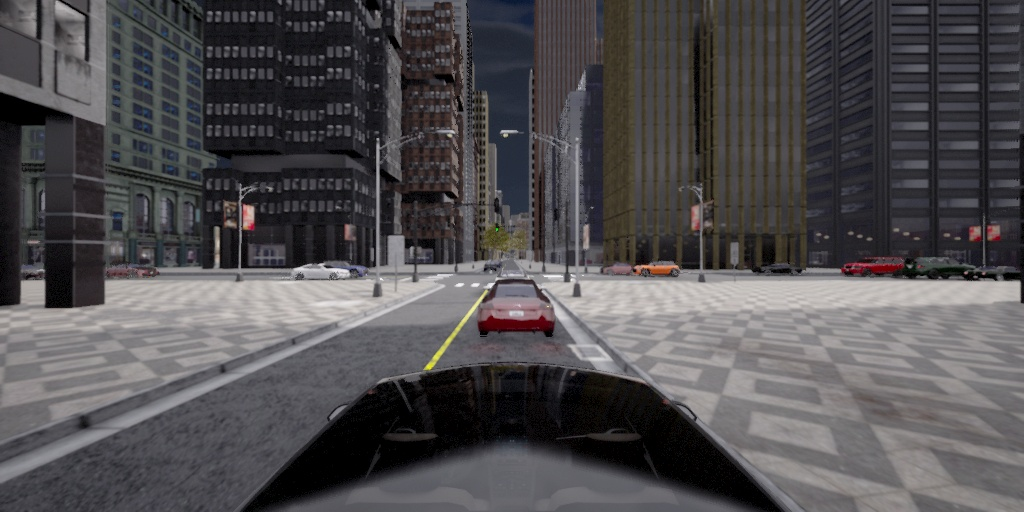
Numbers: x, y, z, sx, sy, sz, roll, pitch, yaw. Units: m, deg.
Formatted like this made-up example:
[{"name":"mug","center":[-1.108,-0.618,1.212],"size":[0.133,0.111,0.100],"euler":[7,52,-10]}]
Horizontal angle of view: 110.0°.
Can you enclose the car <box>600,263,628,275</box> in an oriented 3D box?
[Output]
[{"name":"car","center":[12.191,1.475,40.893],"size":[4.181,1.385,1.994],"euler":[0,0,0]}]

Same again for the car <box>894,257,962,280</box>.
[{"name":"car","center":[40.618,1.156,34.175],"size":[5.566,2.045,2.150],"euler":[0,0,0]}]

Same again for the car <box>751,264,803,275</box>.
[{"name":"car","center":[30.098,1.535,40.839],"size":[4.718,1.301,1.895],"euler":[0,0,0]}]

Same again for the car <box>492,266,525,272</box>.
[{"name":"car","center":[-0.012,1.428,20.874],"size":[1.895,1.301,4.718],"euler":[0,0,-1]}]

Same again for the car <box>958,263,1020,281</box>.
[{"name":"car","center":[42.219,1.531,30.909],"size":[4.718,1.301,1.895],"euler":[0,0,1]}]

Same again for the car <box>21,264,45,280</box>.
[{"name":"car","center":[-42.964,1.409,31.127],"size":[5.357,1.411,2.033],"euler":[0,0,1]}]

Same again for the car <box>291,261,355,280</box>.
[{"name":"car","center":[-16.517,1.390,31.017],"size":[4.674,1.442,1.812],"euler":[0,0,0]}]

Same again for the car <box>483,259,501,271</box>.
[{"name":"car","center":[-3.147,1.502,52.746],"size":[2.033,1.411,5.357],"euler":[0,0,0]}]

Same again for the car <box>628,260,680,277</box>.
[{"name":"car","center":[15.028,1.260,37.633],"size":[4.553,1.767,2.097],"euler":[0,0,0]}]

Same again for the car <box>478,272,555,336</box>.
[{"name":"car","center":[0.094,1.351,10.586],"size":[1.994,1.385,4.181],"euler":[0,0,0]}]

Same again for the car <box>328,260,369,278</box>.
[{"name":"car","center":[-16.127,1.223,34.266],"size":[4.553,1.767,2.097],"euler":[0,0,0]}]

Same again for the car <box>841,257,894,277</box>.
[{"name":"car","center":[37.936,1.160,37.550],"size":[5.566,2.045,2.150],"euler":[0,0,0]}]

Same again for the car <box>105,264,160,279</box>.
[{"name":"car","center":[-36.499,1.431,34.333],"size":[4.181,1.385,1.994],"euler":[0,0,0]}]
